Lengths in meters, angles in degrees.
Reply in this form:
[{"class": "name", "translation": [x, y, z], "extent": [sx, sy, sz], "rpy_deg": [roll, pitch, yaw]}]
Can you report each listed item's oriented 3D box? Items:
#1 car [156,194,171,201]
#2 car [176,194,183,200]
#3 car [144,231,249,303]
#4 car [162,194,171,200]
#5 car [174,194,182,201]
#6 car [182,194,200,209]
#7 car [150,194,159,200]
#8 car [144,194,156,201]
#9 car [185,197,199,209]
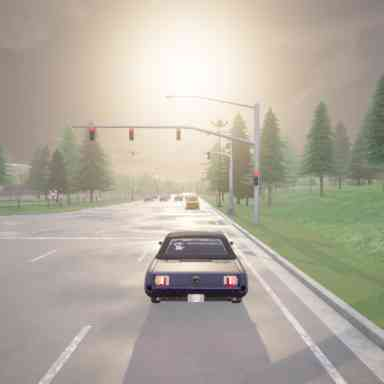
[{"class": "car", "translation": [-6.837, 1.531, 80.438], "extent": [2.033, 1.411, 5.357], "rpy_deg": [0, 0, 0]}, {"class": "car", "translation": [-3.316, 1.357, 90.851], "extent": [1.812, 1.442, 4.674], "rpy_deg": [0, 0, 0]}, {"class": "car", "translation": [0.096, 1.601, 8.136], "extent": [1.895, 1.301, 4.718], "rpy_deg": [0, 0, 1]}, {"class": "car", "translation": [-6.816, 1.372, 90.858], "extent": [2.033, 1.411, 5.357], "rpy_deg": [0, 0, 0]}, {"class": "car", "translation": [-3.336, 1.545, 80.848], "extent": [1.994, 1.385, 4.181], "rpy_deg": [0, 0, 0]}, {"class": "car", "translation": [-0.032, 1.083, 46.329], "extent": [1.882, 1.535, 5.008], "rpy_deg": [-3, 17, -3]}, {"class": "car", "translation": [-10.316, 1.332, 90.865], "extent": [1.837, 1.490, 4.892], "rpy_deg": [0, 0, 0]}, {"class": "car", "translation": [-10.337, 1.531, 80.445], "extent": [2.033, 1.411, 5.357], "rpy_deg": [0, 0, 0]}, {"class": "car", "translation": [0.050, 1.576, 49.804], "extent": [2.033, 1.411, 5.357], "rpy_deg": [-1, 1, 1]}]
